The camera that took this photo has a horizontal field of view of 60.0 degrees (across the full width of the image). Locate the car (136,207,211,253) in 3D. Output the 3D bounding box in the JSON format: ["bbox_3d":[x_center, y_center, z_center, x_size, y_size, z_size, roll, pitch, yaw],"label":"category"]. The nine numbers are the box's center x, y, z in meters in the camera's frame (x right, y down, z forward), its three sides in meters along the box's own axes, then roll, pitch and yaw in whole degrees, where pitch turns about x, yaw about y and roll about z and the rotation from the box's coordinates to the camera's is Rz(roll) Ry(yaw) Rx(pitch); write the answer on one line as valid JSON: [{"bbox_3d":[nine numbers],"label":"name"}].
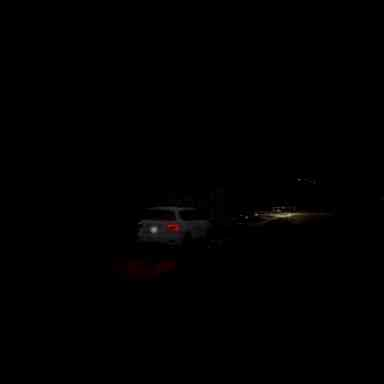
[{"bbox_3d":[-0.712,1.758,16.691,2.150,2.045,5.566,1,-2,20],"label":"car"}]

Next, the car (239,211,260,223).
[{"bbox_3d":[6.763,2.876,39.131,1.994,1.385,4.181,1,-2,18],"label":"car"}]
